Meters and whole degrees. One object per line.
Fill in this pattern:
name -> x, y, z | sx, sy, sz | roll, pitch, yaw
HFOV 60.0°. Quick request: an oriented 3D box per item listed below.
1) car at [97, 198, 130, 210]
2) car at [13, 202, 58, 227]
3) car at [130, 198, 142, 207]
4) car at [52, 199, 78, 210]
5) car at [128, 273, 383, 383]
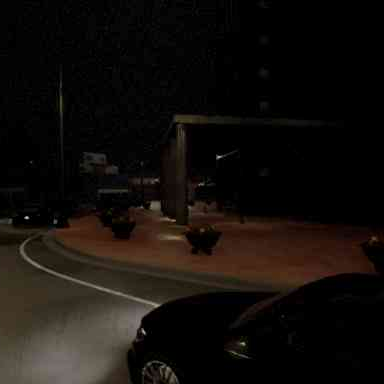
car -> -11.179, 1.585, 46.613 | 2.097, 1.767, 4.553 | 0, 0, 23
car -> -11.275, 1.692, 23.906 | 1.994, 1.385, 4.181 | 0, 0, -12
car -> -10.395, 1.780, 55.618 | 1.837, 1.490, 4.892 | 0, -1, 32
car -> -18.016, 1.715, 45.227 | 1.882, 1.535, 5.008 | 0, 0, 43
car -> 1.473, 1.538, 3.063 | 4.674, 1.442, 1.812 | 0, 0, 36
